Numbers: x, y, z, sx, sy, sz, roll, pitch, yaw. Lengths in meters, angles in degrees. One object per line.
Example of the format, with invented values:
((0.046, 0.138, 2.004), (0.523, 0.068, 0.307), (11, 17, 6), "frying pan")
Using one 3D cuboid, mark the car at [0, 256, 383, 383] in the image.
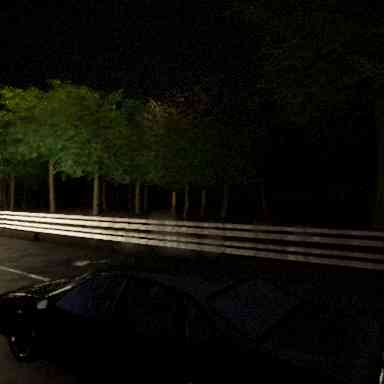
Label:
((-0.466, 1.582, 4.227), (5.357, 1.411, 2.033), (-1, -1, 36), "car")
